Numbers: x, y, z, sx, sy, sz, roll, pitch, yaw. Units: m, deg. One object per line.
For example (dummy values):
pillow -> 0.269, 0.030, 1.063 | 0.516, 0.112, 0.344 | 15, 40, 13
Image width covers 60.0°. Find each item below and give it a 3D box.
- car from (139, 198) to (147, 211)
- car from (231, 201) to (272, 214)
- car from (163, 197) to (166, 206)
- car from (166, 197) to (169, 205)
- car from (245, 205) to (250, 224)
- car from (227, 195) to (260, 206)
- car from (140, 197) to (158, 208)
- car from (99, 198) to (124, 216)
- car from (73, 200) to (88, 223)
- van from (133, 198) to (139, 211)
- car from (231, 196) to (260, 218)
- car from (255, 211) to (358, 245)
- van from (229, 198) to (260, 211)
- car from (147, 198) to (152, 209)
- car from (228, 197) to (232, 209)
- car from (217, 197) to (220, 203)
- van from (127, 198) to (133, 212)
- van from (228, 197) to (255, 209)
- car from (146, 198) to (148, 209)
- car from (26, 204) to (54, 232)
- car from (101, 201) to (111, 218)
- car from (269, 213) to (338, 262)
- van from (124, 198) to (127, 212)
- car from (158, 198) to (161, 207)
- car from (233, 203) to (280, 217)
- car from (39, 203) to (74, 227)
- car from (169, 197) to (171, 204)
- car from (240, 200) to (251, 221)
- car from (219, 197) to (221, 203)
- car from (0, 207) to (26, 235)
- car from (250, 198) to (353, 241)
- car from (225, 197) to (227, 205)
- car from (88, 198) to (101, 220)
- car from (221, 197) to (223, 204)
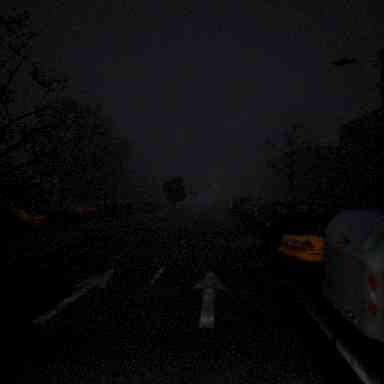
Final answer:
car -> -9.836, 2.120, 49.353 | 5.366, 1.575, 1.946 | 0, -1, -16
car -> 7.860, 2.058, 44.170 | 5.008, 1.535, 2.097 | 1, 0, -16
car -> -8.638, 2.370, 70.055 | 5.008, 1.535, 2.097 | -1, 0, -17
car -> -8.390, 2.471, 75.960 | 4.792, 1.488, 2.163 | -1, 0, -17
car -> 6.103, 1.780, 20.177 | 5.008, 1.535, 2.097 | 1, 0, -16
car -> 7.670, 1.773, 41.190 | 5.566, 2.045, 2.435 | 1, -1, -16
car -> -9.415, 1.979, 58.197 | 5.566, 2.045, 2.435 | -1, 0, -16
car -> -10.890, 1.734, 37.417 | 5.566, 2.045, 2.435 | -1, 0, -16
car -> -11.532, 1.754, 28.514 | 4.553, 1.767, 2.185 | -1, -1, -16
van -> -10.119, 1.863, 46.370 | 4.442, 1.987, 1.878 | -1, -1, -16
car -> 6.752, 1.633, 29.170 | 5.566, 2.045, 2.435 | 1, 0, -16
car -> 5.869, 1.782, 17.160 | 4.674, 1.452, 2.002 | 1, 0, -16
van -> 8.396, 1.935, 53.131 | 4.442, 1.987, 1.878 | 1, 0, -16
car -> -9.567, 2.224, 55.248 | 4.792, 1.488, 2.163 | -1, -1, -16
car -> 7.187, 1.702, 35.168 | 5.566, 2.045, 2.435 | 1, 0, -16
car -> 10.230, 2.288, 86.301 | 5.566, 2.045, 2.435 | 1, 0, -19
van -> -10.329, 1.828, 43.399 | 4.442, 1.987, 1.878 | -1, -1, -16
van -> 8.817, 2.005, 59.141 | 4.442, 1.987, 1.878 | 1, 0, -16
car -> -9.832, 2.189, 52.257 | 4.792, 1.488, 2.163 | -1, 0, -16
car -> -12.168, 1.798, 21.697 | 5.366, 1.575, 1.946 | -1, 0, -16
car -> -11.075, 1.990, 34.457 | 4.674, 1.452, 2.002 | -1, -1, -16
car -> 5.591, 1.648, 11.190 | 5.366, 1.575, 1.946 | 1, -1, -16
van -> -10.539, 1.793, 40.430 | 4.442, 1.987, 1.878 | -1, -1, -16
car -> -9.009, 2.260, 61.226 | 5.366, 1.575, 1.946 | -1, -1, -16
car -> 7.397, 2.018, 38.165 | 4.792, 1.488, 2.163 | 1, 0, -16
car -> -11.719, 1.869, 25.148 | 4.792, 1.488, 2.163 | -1, -1, -16
car -> -8.212, 2.506, 78.949 | 4.792, 1.488, 2.163 | -1, -1, -18
car -> 6.521, 1.724, 26.182 | 4.553, 1.767, 2.185 | 1, -1, -16
car -> 10.178, 2.506, 83.290 | 5.008, 1.535, 2.097 | 1, 0, -19
car -> -12.231, 1.761, 18.368 | 4.892, 1.521, 2.231 | -1, 0, -16
car -> 5.669, 1.447, 14.170 | 5.566, 2.045, 2.435 | 1, -1, -16
car -> 8.101, 1.843, 47.183 | 5.566, 2.045, 2.435 | 1, -1, -16
car -> -11.256, 1.789, 31.492 | 4.553, 1.767, 2.185 | -1, 0, -16
car -> 9.951, 2.438, 77.257 | 5.008, 1.535, 2.097 | 1, -1, -18
